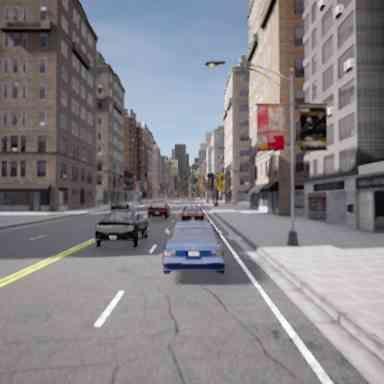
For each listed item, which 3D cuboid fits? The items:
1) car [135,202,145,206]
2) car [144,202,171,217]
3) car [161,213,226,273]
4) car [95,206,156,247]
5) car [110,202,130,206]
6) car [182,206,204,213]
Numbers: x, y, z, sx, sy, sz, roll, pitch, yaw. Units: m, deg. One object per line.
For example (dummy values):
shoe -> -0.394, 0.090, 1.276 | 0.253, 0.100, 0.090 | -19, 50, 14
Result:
car -> -6.595, 1.976, 45.840 | 1.895, 1.301, 4.718 | 0, 0, 0
car -> -3.170, 1.752, 32.583 | 1.882, 1.535, 5.008 | 0, 0, 0
car -> 0.062, 1.648, 11.049 | 2.033, 1.411, 5.357 | 0, 0, 0
car -> -3.170, 1.633, 15.798 | 2.128, 1.511, 4.902 | 0, 0, 0
car -> -9.846, 1.975, 45.784 | 1.895, 1.301, 4.718 | 0, 0, 0
car -> 0.073, 1.850, 29.255 | 1.895, 1.301, 4.718 | 0, 0, 0
